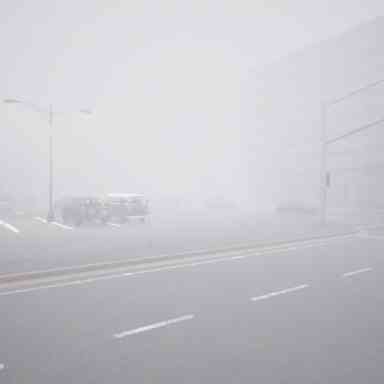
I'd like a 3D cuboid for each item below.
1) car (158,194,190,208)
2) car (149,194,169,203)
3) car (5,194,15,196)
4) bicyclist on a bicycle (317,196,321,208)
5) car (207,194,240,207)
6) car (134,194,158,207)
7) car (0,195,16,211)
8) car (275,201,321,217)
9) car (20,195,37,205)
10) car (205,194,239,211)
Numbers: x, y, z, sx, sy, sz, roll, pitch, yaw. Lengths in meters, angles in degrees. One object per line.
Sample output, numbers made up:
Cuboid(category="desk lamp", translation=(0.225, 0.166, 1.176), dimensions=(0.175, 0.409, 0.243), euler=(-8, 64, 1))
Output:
Cuboid(category="car", translation=(-2.495, 1.277, 50.746), dimensions=(2.150, 2.045, 5.566), euler=(0, 0, -36))
Cuboid(category="car", translation=(-6.935, 1.407, 69.388), dimensions=(2.097, 1.767, 4.553), euler=(0, 0, -35))
Cuboid(category="car", translation=(-29.620, 1.212, 53.761), dimensions=(1.905, 1.878, 3.866), euler=(0, 0, -35))
Cuboid(category="bicyclist on a bicycle", translation=(16.570, 1.356, 42.879), dimensions=(1.656, 1.620, 0.582), euler=(0, 0, -35))
Cuboid(category="car", translation=(4.931, 1.277, 52.708), dimensions=(2.150, 2.045, 5.566), euler=(0, 0, -35))
Cuboid(category="car", translation=(-8.871, 1.547, 66.054), dimensions=(2.128, 1.511, 4.902), euler=(0, 0, -35))
Cuboid(category="car", translation=(-21.753, 1.451, 37.932), dimensions=(1.970, 1.475, 3.806), euler=(0, 0, -35))
Cuboid(category="car", translation=(10.341, 1.581, 32.718), dimensions=(1.812, 1.442, 4.674), euler=(0, 0, -35))
Cuboid(category="car", translation=(-27.224, 1.209, 55.386), dimensions=(1.932, 1.855, 4.605), euler=(0, 0, -35))
Cuboid(category="car", translation=(3.666, 1.407, 42.074), dimensions=(2.097, 1.767, 4.553), euler=(0, 0, -35))
